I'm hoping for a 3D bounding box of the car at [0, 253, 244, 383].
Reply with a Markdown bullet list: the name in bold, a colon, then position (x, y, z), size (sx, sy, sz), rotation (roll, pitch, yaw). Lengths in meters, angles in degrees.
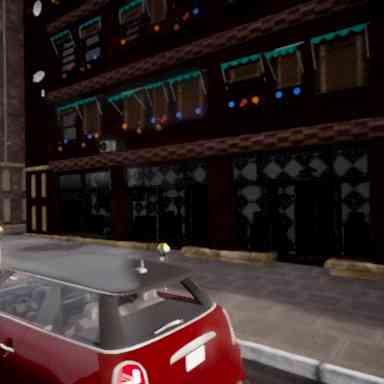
- **car**: position (-1.548, 1.473, 3.998), size (4.097, 1.590, 1.967), rotation (-1, -1, 36)
